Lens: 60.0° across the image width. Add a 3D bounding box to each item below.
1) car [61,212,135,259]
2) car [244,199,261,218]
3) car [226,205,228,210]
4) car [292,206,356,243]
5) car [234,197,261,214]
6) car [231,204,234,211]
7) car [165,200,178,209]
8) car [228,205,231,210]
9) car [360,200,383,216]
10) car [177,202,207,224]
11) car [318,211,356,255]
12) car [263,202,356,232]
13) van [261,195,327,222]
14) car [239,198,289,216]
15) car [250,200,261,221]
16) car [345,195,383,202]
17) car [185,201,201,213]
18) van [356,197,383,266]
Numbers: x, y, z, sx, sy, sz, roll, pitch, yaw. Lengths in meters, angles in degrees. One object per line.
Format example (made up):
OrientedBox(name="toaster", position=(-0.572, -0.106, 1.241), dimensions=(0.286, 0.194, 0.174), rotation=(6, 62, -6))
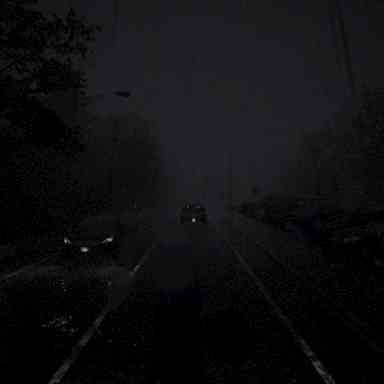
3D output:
OrientedBox(name="car", position=(-3.342, 1.524, 12.665), dimensions=(1.812, 1.442, 4.674), rotation=(0, 0, 0))
OrientedBox(name="car", position=(7.130, 1.591, 27.932), dimensions=(4.792, 1.488, 2.163), rotation=(0, 0, 0))
OrientedBox(name="car", position=(6.937, 1.697, 41.798), dimensions=(5.366, 1.575, 1.946), rotation=(0, -1, 0))
OrientedBox(name="car", position=(7.049, 1.503, 14.053), dimensions=(4.792, 1.488, 2.163), rotation=(0, 0, 0))
OrientedBox(name="car", position=(7.077, 1.328, 30.711), dimensions=(5.566, 2.045, 2.435), rotation=(0, 0, 0))
OrientedBox(name="car", position=(7.120, 1.625, 36.257), dimensions=(5.008, 1.535, 2.097), rotation=(0, 0, 0))
OrientedBox(name="car", position=(-3.267, 2.047, 54.254), dimensions=(1.812, 1.442, 4.674), rotation=(0, -2, 0))
OrientedBox(name="car", position=(7.124, 1.659, 39.029), dimensions=(4.892, 1.521, 2.231), rotation=(0, -1, 0))
OrientedBox(name="car", position=(20.004, 1.593, 33.246), dimensions=(5.366, 1.575, 1.946), rotation=(0, 0, 0))
OrientedBox(name="car", position=(0.121, 1.658, 24.924), dimensions=(1.895, 1.301, 4.718), rotation=(0, 0, 0))
OrientedBox(name="car", position=(7.077, 1.496, 11.276), dimensions=(4.674, 1.452, 2.002), rotation=(0, 0, 0))
OrientedBox(name="car", position=(7.093, 1.509, 19.604), dimensions=(5.008, 1.535, 2.097), rotation=(0, 0, 0))
OrientedBox(name="van", position=(7.209, 1.301, 22.382), dimensions=(4.442, 1.987, 1.878), rotation=(0, 0, 0))
OrientedBox(name="car", position=(7.141, 1.474, 33.481), dimensions=(4.553, 1.767, 2.185), rotation=(0, 0, 0))
OrientedBox(name="car", position=(7.099, 1.584, 25.157), dimensions=(4.674, 1.452, 2.002), rotation=(0, 0, 0))
OrientedBox(name="car", position=(20.221, 1.368, 36.017), dimensions=(5.566, 2.045, 2.435), rotation=(0, -1, 0))
OrientedBox(name="car", position=(0.137, 1.837, 41.314), dimensions=(1.895, 1.301, 4.718), rotation=(0, -1, 0))
OrientedBox(name="van", position=(6.954, 1.212, 8.502), dimensions=(4.442, 1.987, 1.878), rotation=(0, 0, 0))
